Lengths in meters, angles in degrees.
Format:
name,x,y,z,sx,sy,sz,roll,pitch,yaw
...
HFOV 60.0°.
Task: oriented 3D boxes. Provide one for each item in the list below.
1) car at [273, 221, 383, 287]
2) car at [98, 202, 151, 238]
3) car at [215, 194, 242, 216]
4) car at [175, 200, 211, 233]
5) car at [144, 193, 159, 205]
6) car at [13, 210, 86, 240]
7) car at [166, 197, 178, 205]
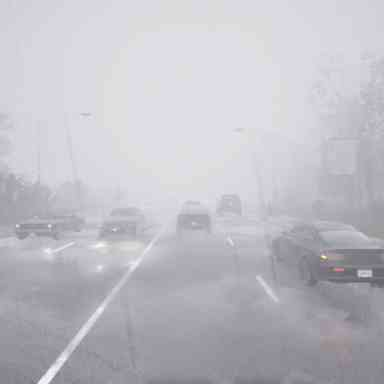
name,x,y,z,sx,sy,sz,roll,pitch,yaw
car,3.602,1.528,9.225,1.812,1.442,4.674,0,0,0
car,-3.594,1.508,17.898,1.837,1.490,4.892,0,0,0
car,3.608,1.228,33.235,2.150,2.045,5.566,0,0,0
car,0.103,1.481,19.699,1.882,1.535,5.008,0,0,0
car,-7.040,1.231,58.214,2.150,2.045,5.566,0,0,0
car,-7.096,1.603,17.040,1.895,1.301,4.718,0,0,0
car,-3.544,1.575,59.265,1.994,1.385,4.181,0,0,0
